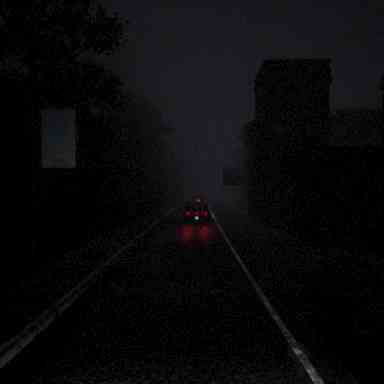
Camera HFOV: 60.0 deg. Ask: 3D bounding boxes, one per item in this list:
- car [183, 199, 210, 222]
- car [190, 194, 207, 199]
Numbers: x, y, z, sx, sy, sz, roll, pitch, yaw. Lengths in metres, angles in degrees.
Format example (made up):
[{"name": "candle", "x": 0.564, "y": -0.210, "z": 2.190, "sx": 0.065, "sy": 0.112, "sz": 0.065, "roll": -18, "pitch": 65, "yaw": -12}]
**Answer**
[{"name": "car", "x": 0.363, "y": 1.449, "z": 24.630, "sx": 1.895, "sy": 1.301, "sz": 4.718, "roll": 0, "pitch": 1, "yaw": 1}, {"name": "car", "x": 0.790, "y": 1.033, "z": 41.232, "sx": 2.097, "sy": 1.767, "sz": 4.553, "roll": 0, "pitch": 1, "yaw": 2}]
